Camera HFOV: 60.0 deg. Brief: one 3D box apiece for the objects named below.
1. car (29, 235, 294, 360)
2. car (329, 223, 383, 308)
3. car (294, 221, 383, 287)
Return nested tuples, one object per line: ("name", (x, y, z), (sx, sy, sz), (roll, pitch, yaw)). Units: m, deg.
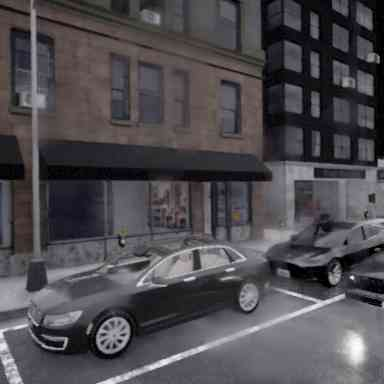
("car", (-0.458, 1.550, 5.892), (4.403, 1.369, 2.008), (-1, 0, -36))
("car", (5.390, 1.462, 7.043), (5.357, 1.411, 2.033), (-1, 0, -37))
("car", (3.905, 1.497, 9.094), (4.313, 1.339, 1.947), (-1, 0, -36))
